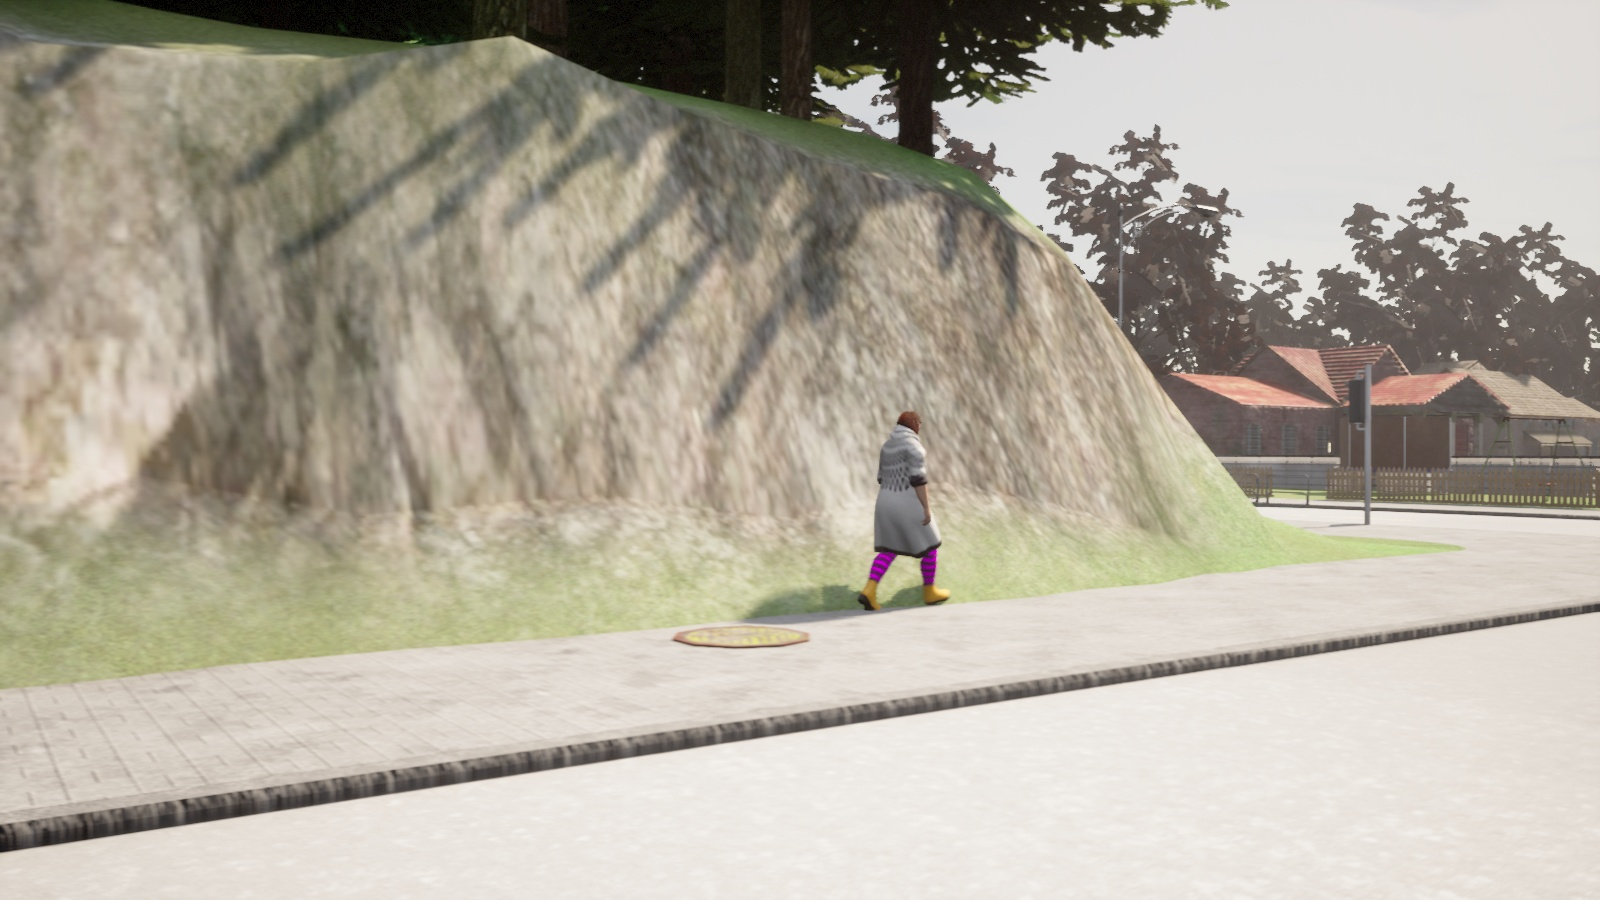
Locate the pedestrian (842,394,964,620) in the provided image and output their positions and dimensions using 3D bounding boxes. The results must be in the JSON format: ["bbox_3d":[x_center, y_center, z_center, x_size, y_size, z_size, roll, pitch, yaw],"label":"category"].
[{"bbox_3d":[0.929,0.491,11.341,0.873,1.952,0.659,0,0,-35],"label":"pedestrian"}]
